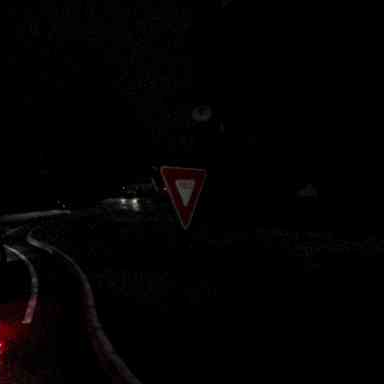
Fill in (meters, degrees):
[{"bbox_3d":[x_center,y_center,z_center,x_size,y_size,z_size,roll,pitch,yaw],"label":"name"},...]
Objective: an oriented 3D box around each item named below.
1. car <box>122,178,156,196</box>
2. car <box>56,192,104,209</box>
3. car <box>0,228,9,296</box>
[{"bbox_3d":[-6.567,-0.657,41.975,2.150,2.045,5.566,0,6,22],"label":"car"},{"bbox_3d":[-10.829,0.765,32.468,1.895,1.301,4.718,0,6,26],"label":"car"},{"bbox_3d":[-5.757,1.363,8.131,2.097,1.767,4.553,0,0,-31],"label":"car"}]
